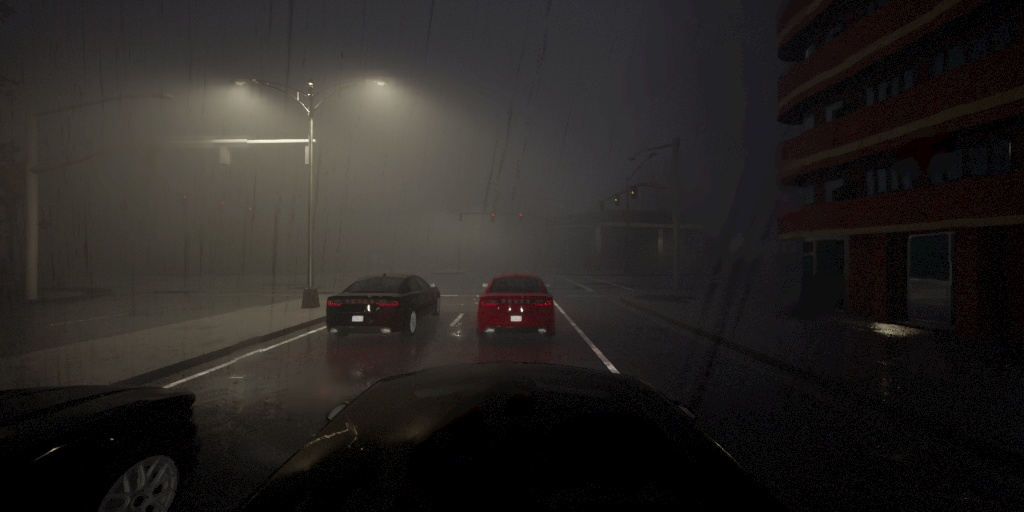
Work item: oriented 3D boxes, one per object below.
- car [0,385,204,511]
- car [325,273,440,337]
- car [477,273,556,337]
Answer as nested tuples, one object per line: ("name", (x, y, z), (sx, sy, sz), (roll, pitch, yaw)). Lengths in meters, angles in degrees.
("car", (-3.409, 1.228, 0.793), (1.882, 1.535, 5.008), (0, 0, 0))
("car", (-3.385, 1.228, 10.367), (1.882, 1.535, 5.008), (0, 0, 0))
("car", (0.120, 1.228, 10.377), (1.882, 1.535, 5.008), (0, 0, 1))
